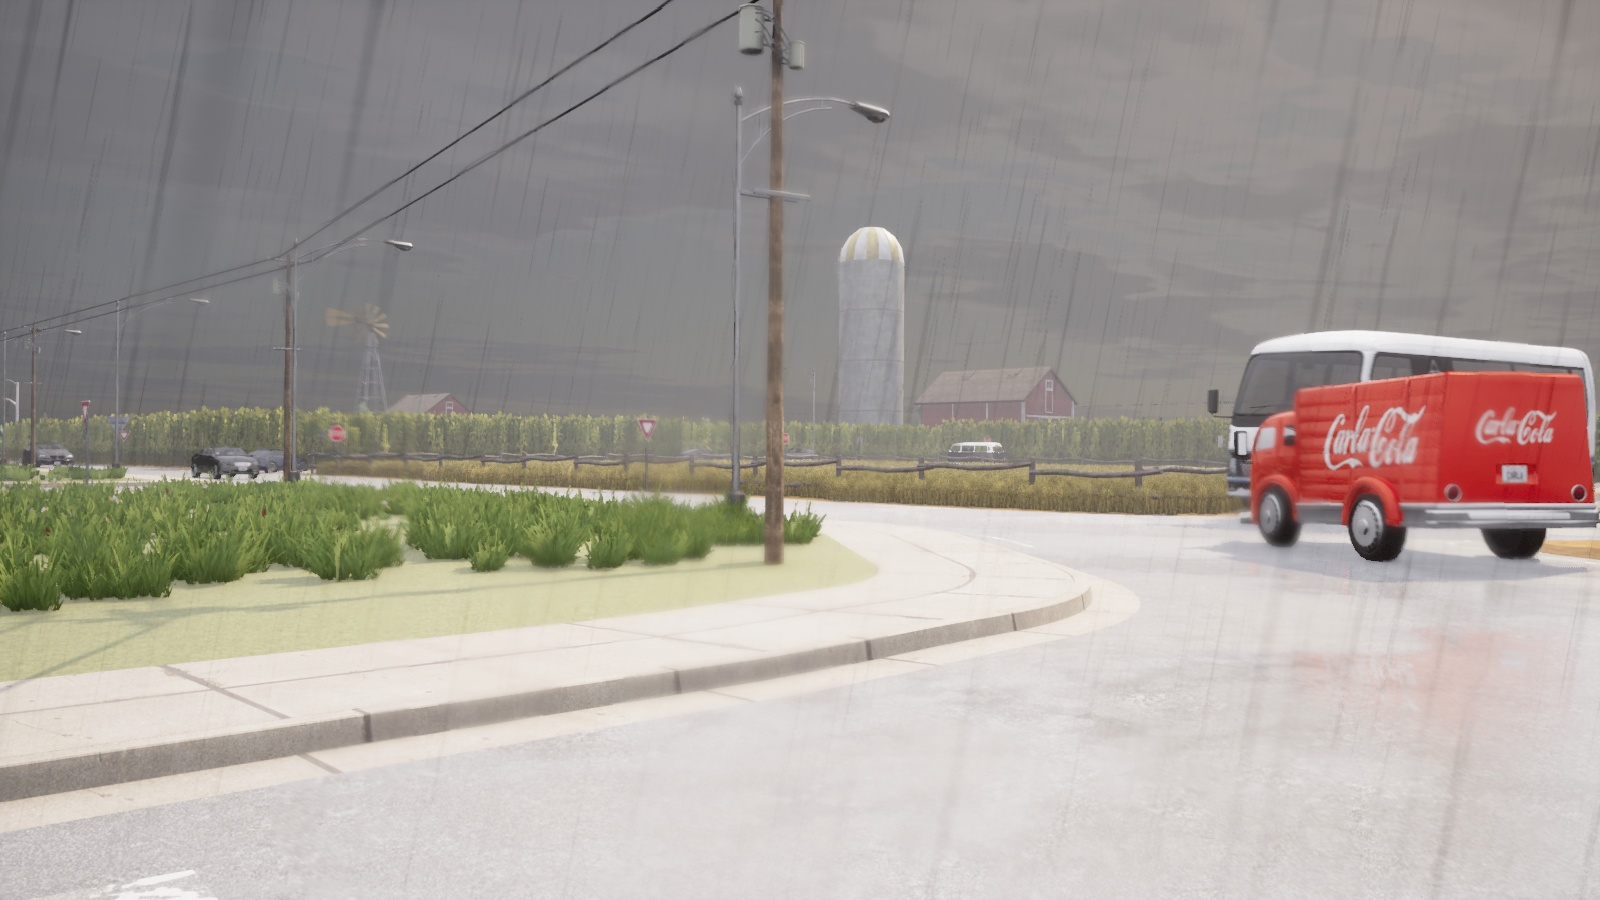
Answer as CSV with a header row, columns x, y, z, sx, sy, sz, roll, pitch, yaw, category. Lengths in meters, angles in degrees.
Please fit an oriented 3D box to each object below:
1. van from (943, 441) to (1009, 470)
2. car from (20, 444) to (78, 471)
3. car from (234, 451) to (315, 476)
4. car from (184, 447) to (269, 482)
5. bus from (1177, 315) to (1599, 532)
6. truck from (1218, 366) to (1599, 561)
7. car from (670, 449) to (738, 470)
x,y,z,sx,sy,sz,roll,pitch,yaw,category
12.970,0.393,92.609,2.069,2.038,4.480,0,1,-42,van
-48.982,0.466,81.850,2.242,1.667,4.611,0,0,-45,car
-29.540,0.745,70.706,1.994,1.385,4.181,0,0,17,car
-26.336,0.642,57.547,2.128,1.511,4.902,0,0,-42,car
13.869,-0.569,29.034,10.273,4.253,3.944,0,2,-32,bus
8.761,0.243,18.632,2.627,2.467,5.204,0,-2,-10,truck
-7.082,0.698,92.949,4.892,1.490,1.837,0,0,-43,car
